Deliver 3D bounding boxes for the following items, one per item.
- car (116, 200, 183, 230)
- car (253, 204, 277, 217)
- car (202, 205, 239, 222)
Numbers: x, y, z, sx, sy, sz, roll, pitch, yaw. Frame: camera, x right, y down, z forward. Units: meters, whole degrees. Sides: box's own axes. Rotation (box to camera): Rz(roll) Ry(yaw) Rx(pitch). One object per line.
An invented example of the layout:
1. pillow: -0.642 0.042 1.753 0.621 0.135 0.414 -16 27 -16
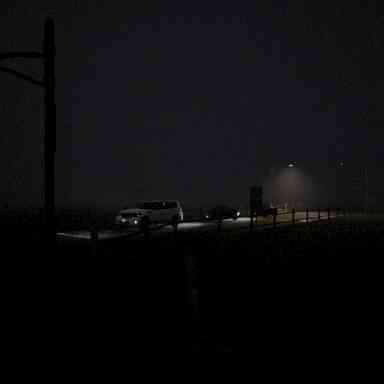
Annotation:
1. car: -2.964 1.608 24.606 2.150 2.045 5.566 0 -1 36
2. car: 8.877 2.266 40.777 2.128 1.511 4.902 0 -1 36
3. car: 2.849 2.067 32.547 2.128 1.511 4.902 0 -1 36
